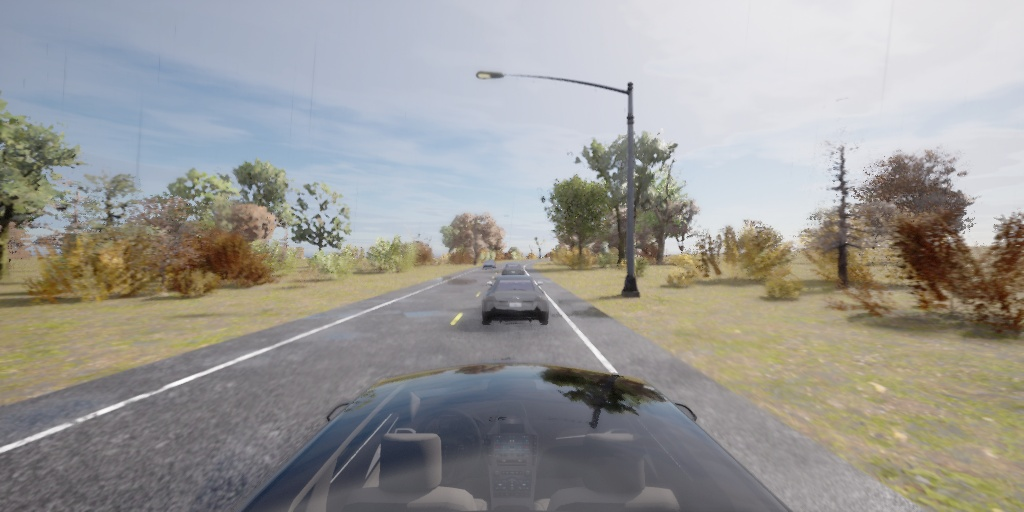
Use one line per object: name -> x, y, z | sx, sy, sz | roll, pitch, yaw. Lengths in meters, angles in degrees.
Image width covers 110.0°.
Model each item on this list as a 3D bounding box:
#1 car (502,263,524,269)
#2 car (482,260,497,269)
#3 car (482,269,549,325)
car -> 0.100, 1.317, 31.937 | 1.994, 1.385, 4.181 | 0, 0, 0
car -> -3.390, 1.304, 54.899 | 2.033, 1.411, 5.357 | 0, 0, 2
car -> 0.100, 1.315, 11.865 | 1.994, 1.385, 4.181 | 0, 0, 0
